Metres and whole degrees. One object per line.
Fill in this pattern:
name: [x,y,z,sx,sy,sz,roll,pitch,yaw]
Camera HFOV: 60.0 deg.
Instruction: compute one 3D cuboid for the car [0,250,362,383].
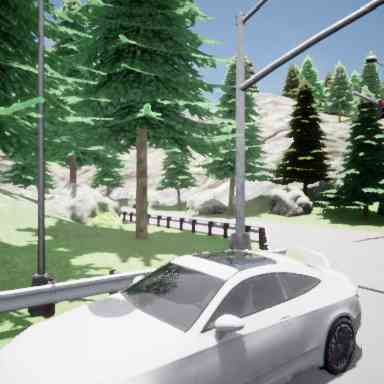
car: [0.267,1.527,4.065,4.674,1.442,1.812,0,0,-36]
